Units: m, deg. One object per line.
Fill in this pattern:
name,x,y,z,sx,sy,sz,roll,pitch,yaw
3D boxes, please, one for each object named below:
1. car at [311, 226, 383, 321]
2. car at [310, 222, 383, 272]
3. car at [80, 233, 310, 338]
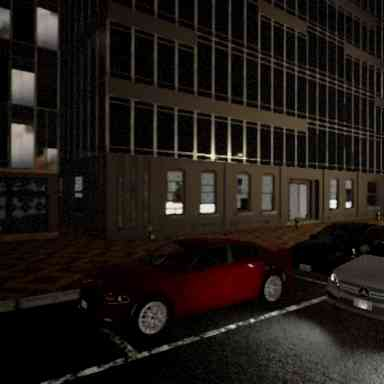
car,4.661,1.560,6.730,4.674,1.442,1.812,0,0,-35
car,4.736,1.609,9.951,4.313,1.339,1.947,0,0,-36
car,0.106,1.563,6.639,4.507,1.381,1.887,0,0,-36
